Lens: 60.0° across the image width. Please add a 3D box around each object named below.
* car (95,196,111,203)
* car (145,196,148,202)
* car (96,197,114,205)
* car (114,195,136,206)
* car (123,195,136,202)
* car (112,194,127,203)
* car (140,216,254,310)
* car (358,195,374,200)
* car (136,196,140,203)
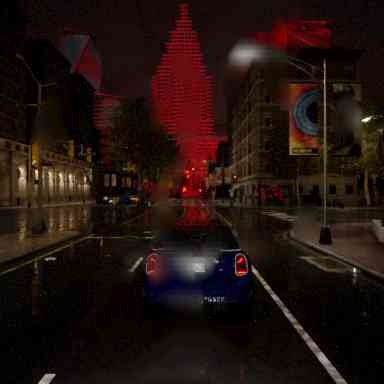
[{"bbox_3d":[-18.015,1.595,67.472,1.895,1.301,4.718,0,0,0],"label":"car"},{"bbox_3d":[-11.236,1.552,75.816,1.994,1.385,4.181,0,0,0],"label":"car"},{"bbox_3d":[-14.876,1.547,57.969,2.033,1.411,5.357,0,0,0],"label":"car"},{"bbox_3d":[-11.386,1.526,56.795,1.812,1.442,4.674,0,0,0],"label":"car"},{"bbox_3d":[-14.727,1.525,78.480,2.128,1.511,4.902,0,0,0],"label":"car"},{"bbox_3d":[-14.764,1.352,68.079,2.097,1.767,4.553,0,0,0],"label":"car"},{"bbox_3d":[0.101,1.352,7.960,2.097,1.767,4.553,0,0,0],"label":"car"},{"bbox_3d":[34.684,1.481,68.681,2.231,1.521,4.892,0,0,0],"label":"car"},{"bbox_3d":[-11.300,1.478,65.943,1.882,1.535,5.008,0,0,1],"label":"car"}]
